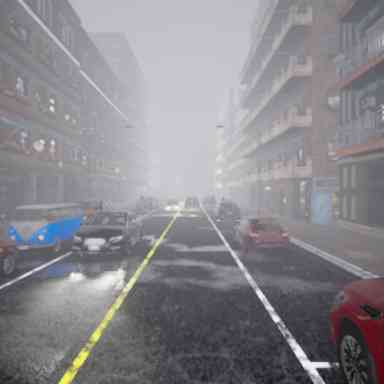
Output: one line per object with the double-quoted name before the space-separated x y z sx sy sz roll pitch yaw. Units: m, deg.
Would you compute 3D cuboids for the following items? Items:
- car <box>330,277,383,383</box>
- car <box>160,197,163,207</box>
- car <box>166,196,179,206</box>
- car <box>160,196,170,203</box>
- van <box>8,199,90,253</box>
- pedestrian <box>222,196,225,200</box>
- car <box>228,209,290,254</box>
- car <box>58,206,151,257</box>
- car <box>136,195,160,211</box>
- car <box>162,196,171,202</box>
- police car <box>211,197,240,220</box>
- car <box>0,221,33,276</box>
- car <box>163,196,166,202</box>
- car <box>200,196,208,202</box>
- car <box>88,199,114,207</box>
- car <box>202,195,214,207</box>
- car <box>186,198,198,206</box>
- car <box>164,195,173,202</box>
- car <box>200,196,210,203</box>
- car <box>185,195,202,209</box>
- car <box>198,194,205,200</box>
"car" 2.677 1.316 1.994 2.192 1.841 5.009 -1 0 0
"car" -5.701 1.466 47.335 1.967 1.590 4.097 -1 0 0
"car" -3.060 1.632 54.175 1.895 1.301 4.718 0 0 1
"car" -5.699 1.569 69.822 1.752 1.417 4.829 -1 0 0
"van" -5.685 1.347 13.353 1.690 1.788 3.998 -1 0 0
"pedestrian" 3.001 1.310 31.865 0.375 1.860 0.375 -1 1 -5
"car" 2.680 1.588 13.321 1.802 1.307 4.206 -1 0 0
"car" -3.099 1.497 12.988 2.128 1.511 4.902 0 0 0
"car" -5.702 1.337 41.672 2.192 1.841 5.009 -1 0 0
"car" -5.699 1.574 75.486 1.752 1.417 4.829 -1 0 0
"police car" 3.001 1.440 28.868 1.930 1.638 5.238 0 0 0
"car" -5.670 1.585 7.687 1.802 1.307 4.206 -1 0 0
"car" -5.699 1.596 52.999 1.947 1.339 4.313 -1 0 0
"car" 2.682 1.631 75.623 1.802 1.307 4.206 -1 0 0
"car" -5.713 1.324 19.016 2.192 1.841 5.009 -1 0 0
"car" 2.677 1.345 52.968 2.192 1.841 5.009 -1 0 0
"car" 0.002 1.634 56.054 1.895 1.301 4.718 0 0 0
"car" -5.699 1.579 81.150 1.752 1.417 4.829 -1 0 0
"car" 2.681 1.610 69.959 1.947 1.339 4.313 -1 0 0
"car" 0.042 1.379 47.174 2.097 1.767 4.553 0 0 1
"car" 2.680 1.504 92.614 1.967 1.590 4.097 -1 0 0
